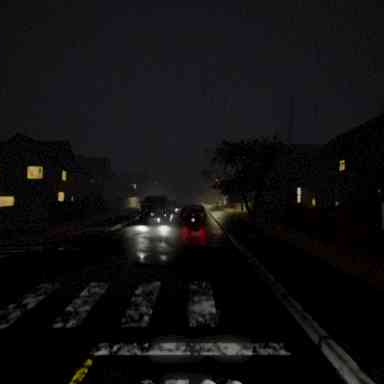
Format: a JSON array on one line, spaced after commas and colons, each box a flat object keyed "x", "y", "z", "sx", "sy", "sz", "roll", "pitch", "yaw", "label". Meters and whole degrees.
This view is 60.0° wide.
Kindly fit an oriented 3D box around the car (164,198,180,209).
[{"x": -2.859, "y": 1.683, "z": 49.224, "sx": 2.033, "sy": 1.411, "sz": 5.357, "roll": 0, "pitch": 0, "yaw": 0, "label": "car"}]

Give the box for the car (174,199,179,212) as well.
[{"x": -2.865, "y": 1.629, "z": 37.201, "sx": 2.033, "sy": 1.411, "sz": 5.357, "roll": 0, "pitch": 0, "yaw": 0, "label": "car"}]

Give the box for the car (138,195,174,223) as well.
[{"x": -2.863, "y": 1.270, "z": 26.658, "sx": 2.150, "sy": 2.045, "sz": 5.566, "roll": 0, "pitch": 0, "yaw": 0, "label": "car"}]

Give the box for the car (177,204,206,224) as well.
[{"x": 0.086, "y": 1.646, "z": 25.462, "sx": 1.895, "sy": 1.301, "sz": 4.718, "roll": 0, "pitch": 0, "yaw": 0, "label": "car"}]
